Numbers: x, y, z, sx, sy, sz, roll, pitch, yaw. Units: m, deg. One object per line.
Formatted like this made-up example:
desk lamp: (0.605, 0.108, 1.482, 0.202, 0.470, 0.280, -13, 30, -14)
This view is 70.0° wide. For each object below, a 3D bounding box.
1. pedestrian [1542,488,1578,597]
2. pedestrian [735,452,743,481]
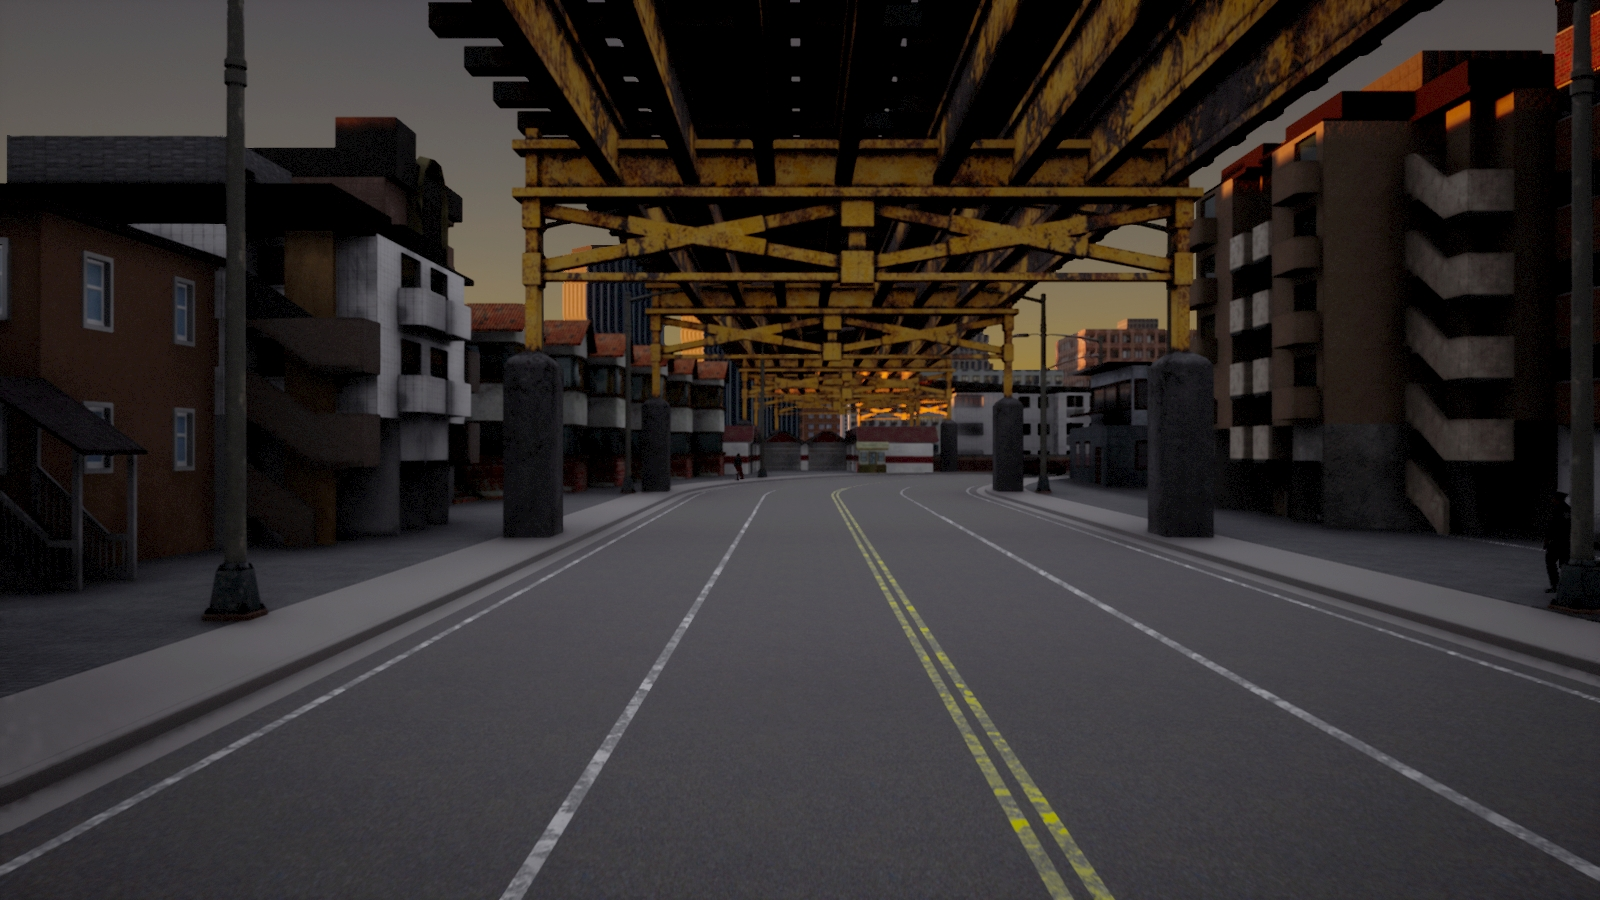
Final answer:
pedestrian: (13.264, 1.604, 19.944, 0.375, 1.860, 0.375, 0, 0, -6)
pedestrian: (-3.946, 1.074, 73.558, 0.375, 1.860, 0.375, 0, 0, 22)
